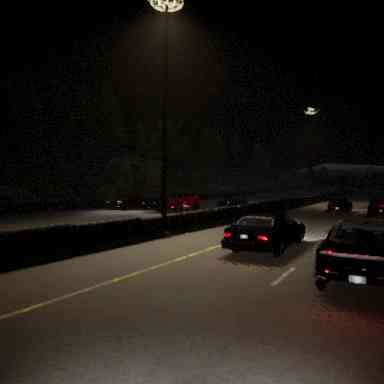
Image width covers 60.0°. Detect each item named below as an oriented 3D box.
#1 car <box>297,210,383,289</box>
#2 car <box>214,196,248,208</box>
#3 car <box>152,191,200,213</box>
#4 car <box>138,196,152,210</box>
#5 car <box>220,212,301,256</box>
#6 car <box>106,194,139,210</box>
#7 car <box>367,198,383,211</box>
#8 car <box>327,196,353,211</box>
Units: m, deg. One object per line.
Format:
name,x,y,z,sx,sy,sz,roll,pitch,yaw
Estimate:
car,4.395,1.446,8.452,2.128,1.511,4.902,0,0,31
car,4.402,1.185,36.355,2.033,1.411,5.357,0,1,31
car,-1.272,0.916,33.645,2.150,2.045,5.566,0,1,31
car,-3.428,1.256,36.875,1.895,1.301,4.718,0,1,31
car,2.943,1.466,12.877,2.033,1.411,5.357,0,1,31
car,-7.380,1.018,37.066,2.097,1.767,4.553,0,1,31
car,15.414,1.210,27.104,1.882,1.535,5.008,0,1,31
car,14.367,1.166,32.211,1.837,1.490,4.892,0,1,31
